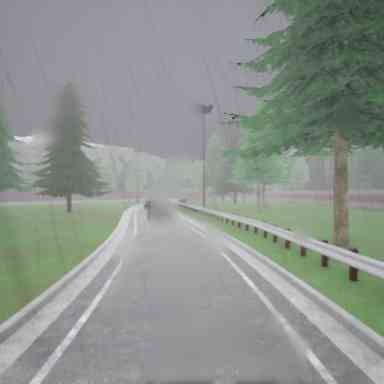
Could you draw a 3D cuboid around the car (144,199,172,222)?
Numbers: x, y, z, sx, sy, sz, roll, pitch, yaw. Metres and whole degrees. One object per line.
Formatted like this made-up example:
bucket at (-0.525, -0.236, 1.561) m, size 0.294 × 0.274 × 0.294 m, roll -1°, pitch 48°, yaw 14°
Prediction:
car at (-2.770, 1.597, 27.384) m, size 2.033 × 1.411 × 5.357 m, roll 0°, pitch 0°, yaw -10°
